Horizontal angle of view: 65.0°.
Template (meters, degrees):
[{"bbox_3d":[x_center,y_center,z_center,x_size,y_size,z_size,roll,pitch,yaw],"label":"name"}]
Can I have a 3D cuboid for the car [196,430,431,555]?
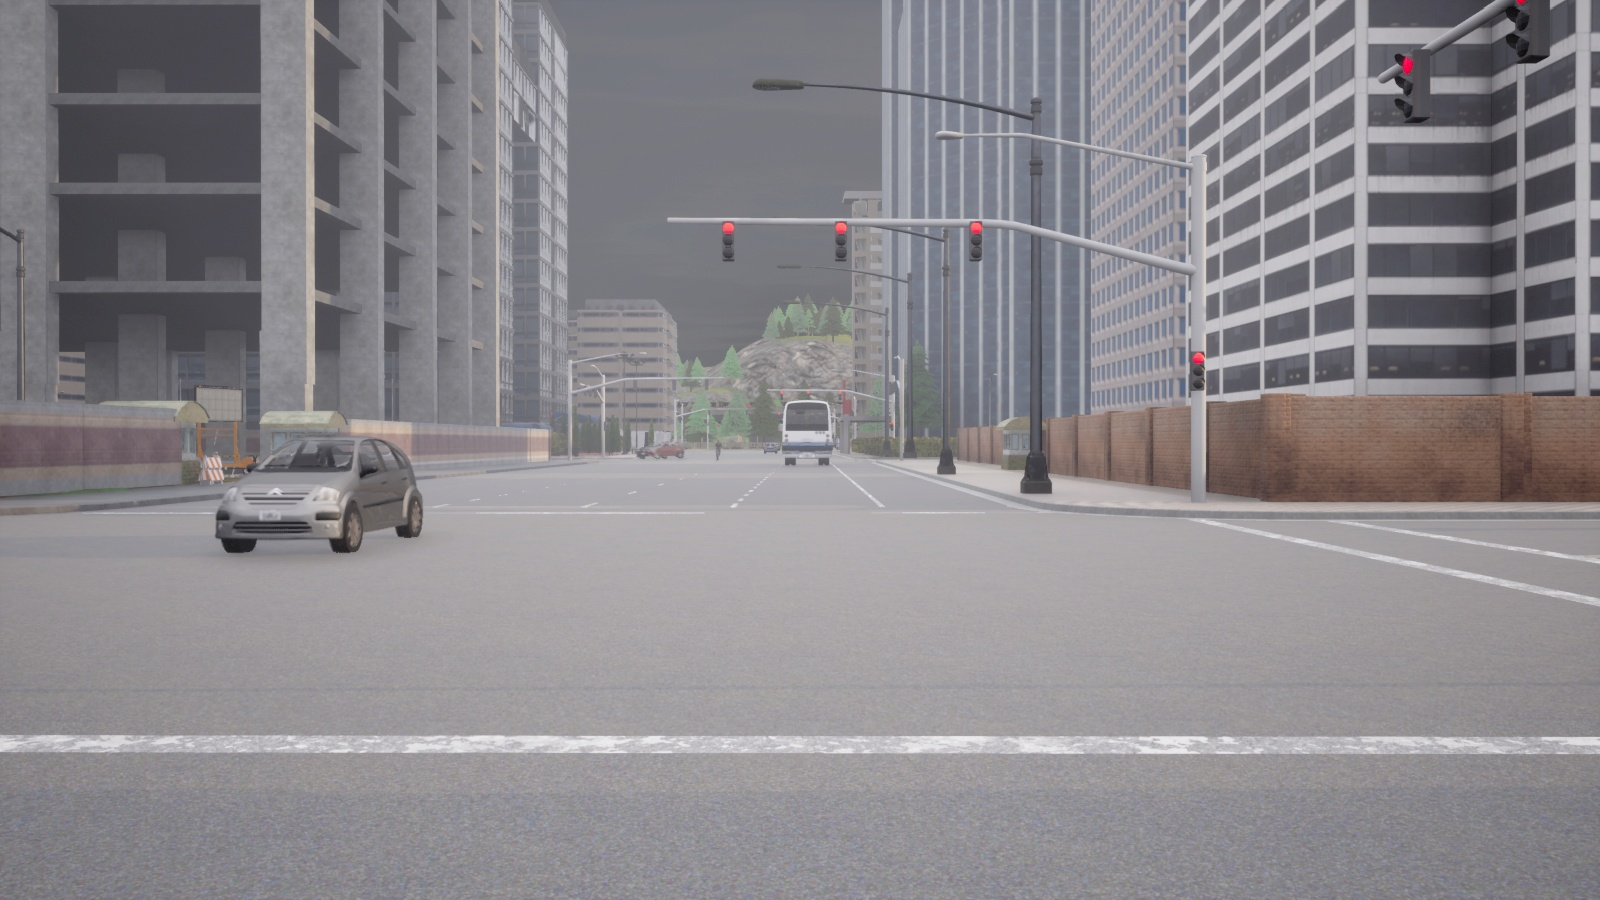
[{"bbox_3d":[-6.884,0.536,18.253,1.851,1.617,3.988,0,0,0],"label":"car"}]

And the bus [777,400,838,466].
[{"bbox_3d":[0.487,-1.117,86.421,3.944,4.253,10.273,0,0,0],"label":"bus"}]
